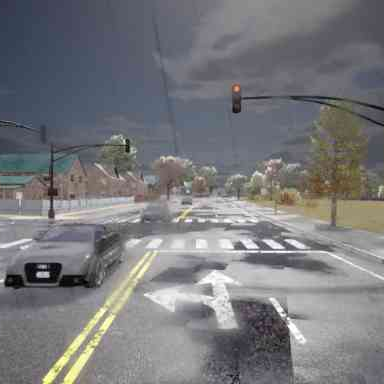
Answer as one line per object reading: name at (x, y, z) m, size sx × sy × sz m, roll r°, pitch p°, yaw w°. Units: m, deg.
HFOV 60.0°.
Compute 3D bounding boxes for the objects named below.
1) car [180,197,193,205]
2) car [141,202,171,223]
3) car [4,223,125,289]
car at (-0.953, 1.635, 59.620) m, size 1.837 × 1.490 × 4.892 m, roll 0°, pitch 0°, yaw 4°
car at (-2.731, 1.588, 25.768) m, size 1.837 × 1.490 × 4.892 m, roll 0°, pitch 0°, yaw 2°
car at (-3.143, 1.571, 9.068) m, size 1.994 × 1.385 × 4.181 m, roll 0°, pitch 0°, yaw 1°
